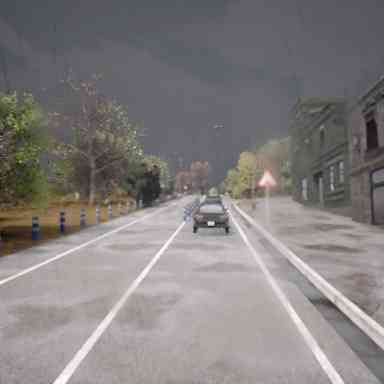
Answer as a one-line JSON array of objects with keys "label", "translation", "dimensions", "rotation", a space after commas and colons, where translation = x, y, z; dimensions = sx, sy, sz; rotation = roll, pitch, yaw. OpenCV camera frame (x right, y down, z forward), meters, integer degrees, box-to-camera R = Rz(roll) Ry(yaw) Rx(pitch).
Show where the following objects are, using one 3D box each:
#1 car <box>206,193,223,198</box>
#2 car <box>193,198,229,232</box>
[{"label": "car", "translation": [2.607, 0.896, 39.065], "dimensions": [2.128, 1.511, 4.902], "rotation": [0, 1, 9]}, {"label": "car", "translation": [1.037, 1.284, 18.035], "dimensions": [1.812, 1.442, 4.674], "rotation": [0, 1, 3]}]
